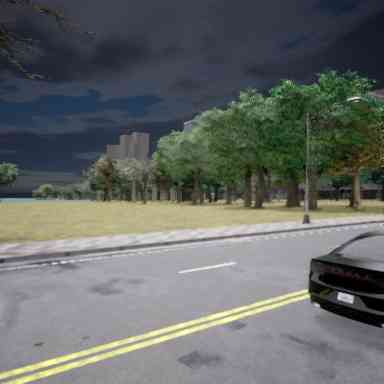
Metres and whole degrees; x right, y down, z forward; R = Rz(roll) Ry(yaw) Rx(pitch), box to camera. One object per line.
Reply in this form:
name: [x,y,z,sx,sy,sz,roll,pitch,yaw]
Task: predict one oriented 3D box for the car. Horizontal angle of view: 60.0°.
car: [4.381,1.481,6.565,5.008,1.535,1.882,0,0,-35]
